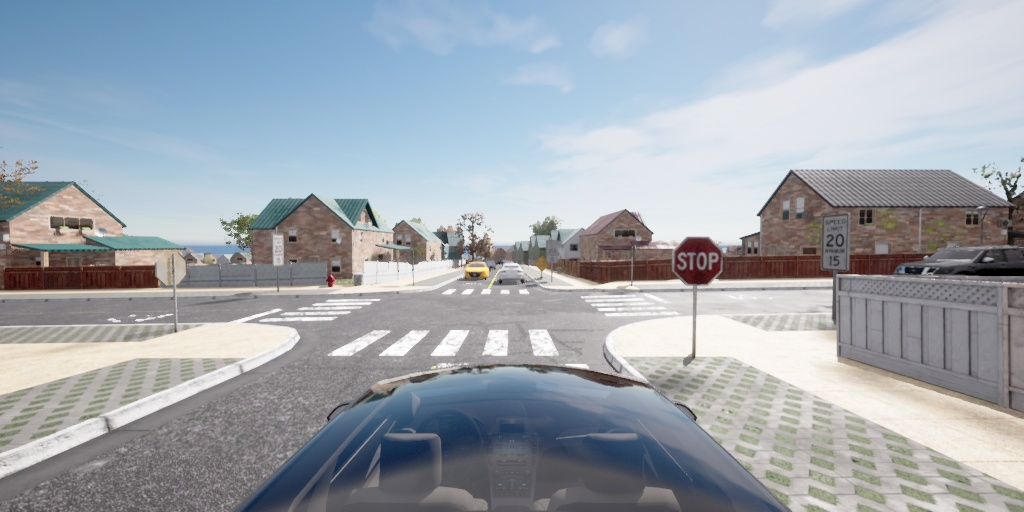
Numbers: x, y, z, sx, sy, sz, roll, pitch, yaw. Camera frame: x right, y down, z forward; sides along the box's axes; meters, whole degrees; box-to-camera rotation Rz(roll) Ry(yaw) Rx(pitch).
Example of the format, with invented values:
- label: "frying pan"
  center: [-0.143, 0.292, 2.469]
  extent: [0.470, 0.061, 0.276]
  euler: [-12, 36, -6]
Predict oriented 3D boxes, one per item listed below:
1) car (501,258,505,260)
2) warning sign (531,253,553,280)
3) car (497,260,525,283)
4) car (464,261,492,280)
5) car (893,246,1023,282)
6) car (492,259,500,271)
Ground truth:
- label: "car"
  center: [-0.542, 1.456, 58.350]
  extent: [1.812, 1.442, 4.674]
  euler: [0, 0, 0]
- label: "warning sign"
  center: [2.362, 0.897, 28.591]
  extent: [1.300, 1.860, 1.060]
  euler: [0, 0, -1]
- label: "car"
  center: [-0.060, 1.308, 28.479]
  extent: [1.812, 1.442, 4.674]
  euler: [0, 0, -1]
- label: "car"
  center: [-3.049, 1.270, 31.499]
  extent: [1.882, 1.535, 5.008]
  euler: [0, 0, -1]
- label: "car"
  center: [20.377, 0.597, 15.827]
  extent: [5.566, 2.045, 2.150]
  euler: [-1, 2, 0]
- label: "car"
  center: [-3.350, 1.447, 53.896]
  extent: [2.033, 1.411, 5.357]
  euler: [0, 0, -1]
